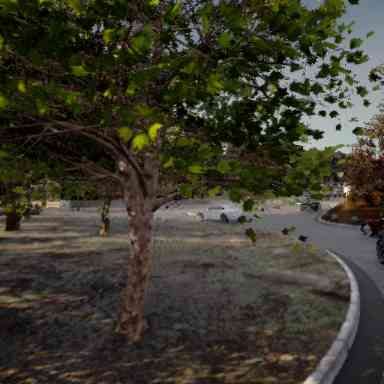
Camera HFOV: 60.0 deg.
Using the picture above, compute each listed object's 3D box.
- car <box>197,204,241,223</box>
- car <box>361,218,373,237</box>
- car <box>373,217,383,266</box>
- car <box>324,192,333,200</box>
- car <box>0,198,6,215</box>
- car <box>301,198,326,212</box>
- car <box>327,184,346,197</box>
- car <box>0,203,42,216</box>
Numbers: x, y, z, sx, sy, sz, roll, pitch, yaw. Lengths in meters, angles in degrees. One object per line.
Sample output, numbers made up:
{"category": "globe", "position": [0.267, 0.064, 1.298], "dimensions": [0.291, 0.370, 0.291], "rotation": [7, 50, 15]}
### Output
{"category": "car", "position": [2.398, 1.750, 27.593], "dimensions": [1.812, 1.442, 4.674], "rotation": [1, -1, -39]}
{"category": "car", "position": [10.698, 1.642, 16.476], "dimensions": [1.882, 1.535, 5.008], "rotation": [0, 0, -14]}
{"category": "car", "position": [6.400, 1.314, 8.685], "dimensions": [2.150, 2.045, 5.566], "rotation": [0, 0, 22]}
{"category": "car", "position": [21.475, 0.650, 55.652], "dimensions": [1.837, 1.490, 4.892], "rotation": [0, 3, 38]}
{"category": "car", "position": [-22.956, 1.557, 35.956], "dimensions": [4.553, 1.767, 2.097], "rotation": [0, -1, -2]}
{"category": "car", "position": [14.559, 1.480, 40.295], "dimensions": [1.837, 1.490, 4.892], "rotation": [0, 2, 30]}
{"category": "car", "position": [27.926, -0.048, 63.757], "dimensions": [2.097, 1.767, 4.553], "rotation": [0, 3, 40]}
{"category": "car", "position": [-17.571, 1.803, 33.256], "dimensions": [4.718, 1.301, 1.895], "rotation": [0, -1, -15]}
